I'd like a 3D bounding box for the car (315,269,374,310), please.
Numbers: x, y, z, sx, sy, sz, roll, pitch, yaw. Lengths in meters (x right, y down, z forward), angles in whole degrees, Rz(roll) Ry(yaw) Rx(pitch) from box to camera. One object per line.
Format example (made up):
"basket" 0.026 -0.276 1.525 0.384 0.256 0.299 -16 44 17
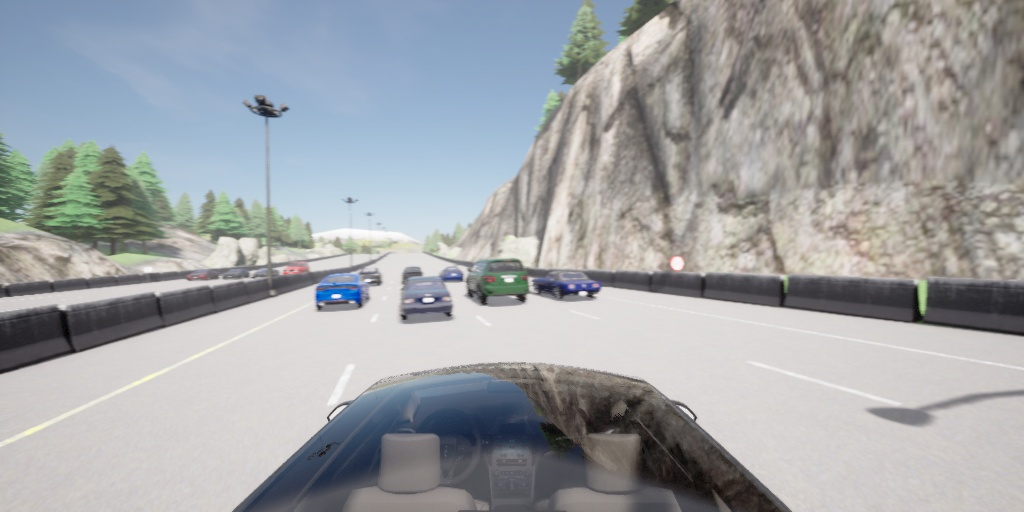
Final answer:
"car" -8.054 1.588 17.361 1.882 1.535 5.008 -1 -1 -17

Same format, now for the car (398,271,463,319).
"car" -3.440 1.516 14.121 2.033 1.411 5.357 -1 0 -16

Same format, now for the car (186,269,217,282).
"car" -38.500 2.389 44.764 1.994 1.385 4.181 -1 1 -17

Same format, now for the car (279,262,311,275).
"car" -28.359 1.799 47.432 2.150 2.045 5.566 -1 0 -17

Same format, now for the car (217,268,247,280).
"car" -35.183 2.306 45.876 1.994 1.385 4.181 -1 1 -17

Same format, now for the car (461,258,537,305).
"car" -0.875 1.145 17.762 2.150 2.045 5.566 -1 0 -16

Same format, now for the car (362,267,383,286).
"car" -12.211 1.743 31.003 2.128 1.511 4.902 -1 0 -17

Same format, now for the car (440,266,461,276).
"car" -5.693 1.654 33.639 1.994 1.385 4.181 -1 0 -17

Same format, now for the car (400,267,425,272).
"car" -8.893 1.676 32.121 1.837 1.490 4.892 -1 0 -17

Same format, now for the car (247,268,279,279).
"car" -31.714 2.208 46.471 2.033 1.411 5.357 -1 0 -17

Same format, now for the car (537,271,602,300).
"car" 2.599 1.434 18.381 1.895 1.301 4.718 -1 0 -16
